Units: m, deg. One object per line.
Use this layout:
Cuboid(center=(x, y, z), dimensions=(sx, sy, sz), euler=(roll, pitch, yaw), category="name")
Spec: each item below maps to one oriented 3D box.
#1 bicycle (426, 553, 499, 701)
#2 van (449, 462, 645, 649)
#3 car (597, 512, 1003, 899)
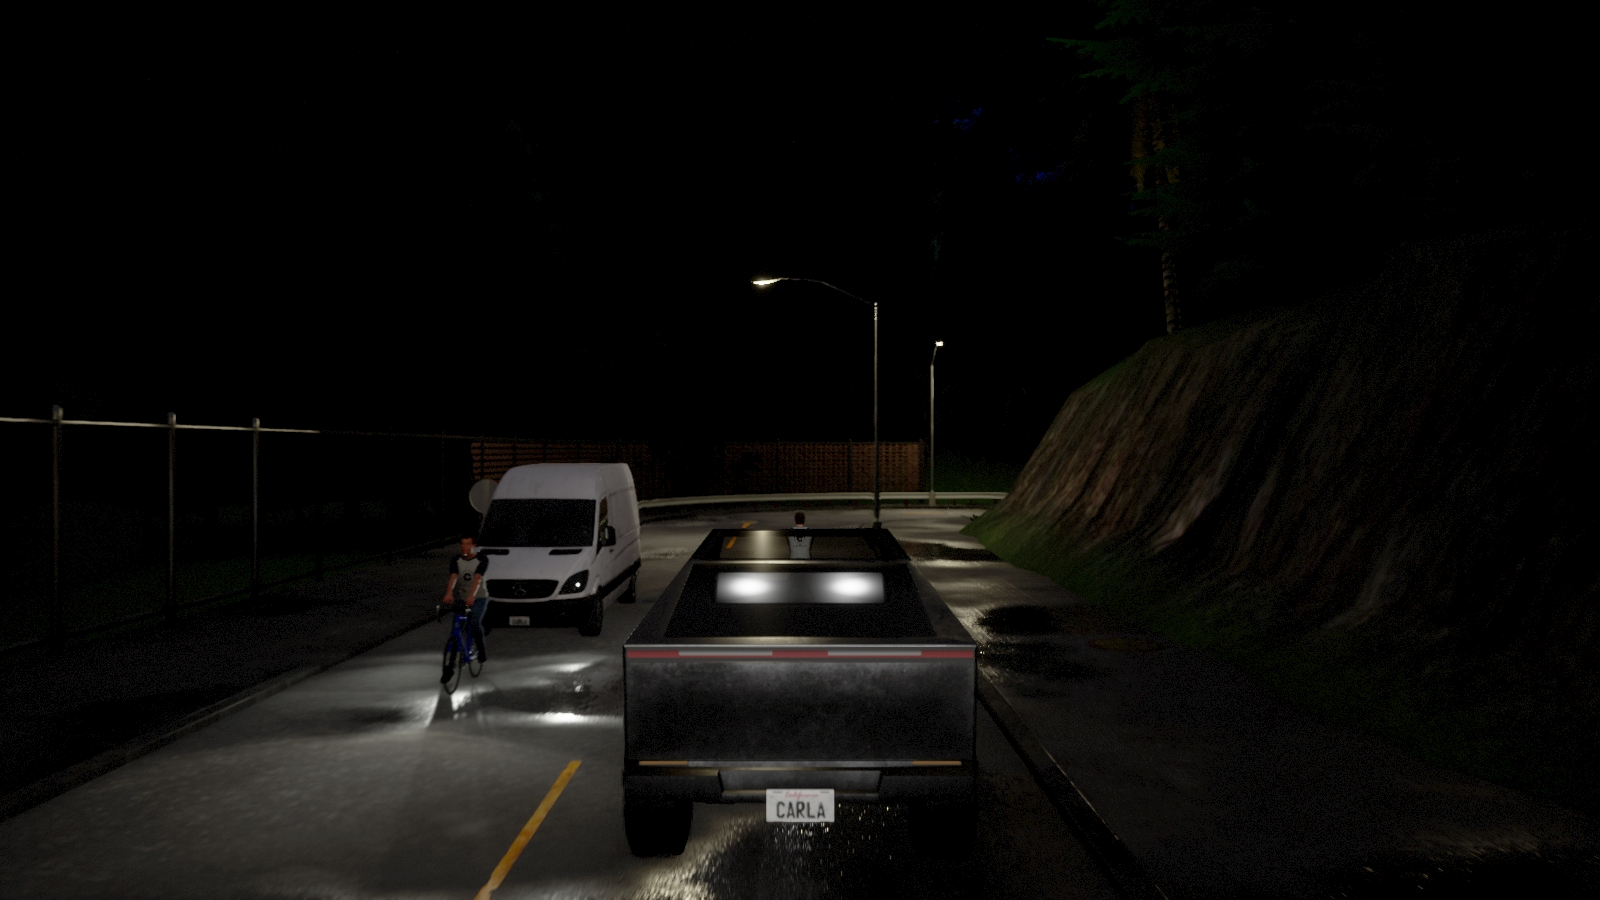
Cuboid(center=(-3.993, 2.056, 13.619), dimensions=(0.373, 1.496, 1.643), euler=(0, 0, 0), category="bicycle")
Cuboid(center=(-4.001, 1.532, 19.205), dimensions=(1.988, 2.561, 5.915), euler=(0, 1, 0), category="van")
Cuboid(center=(0.002, 1.754, 9.863), dimensions=(2.390, 2.098, 6.274), euler=(0, 0, 0), category="car")
